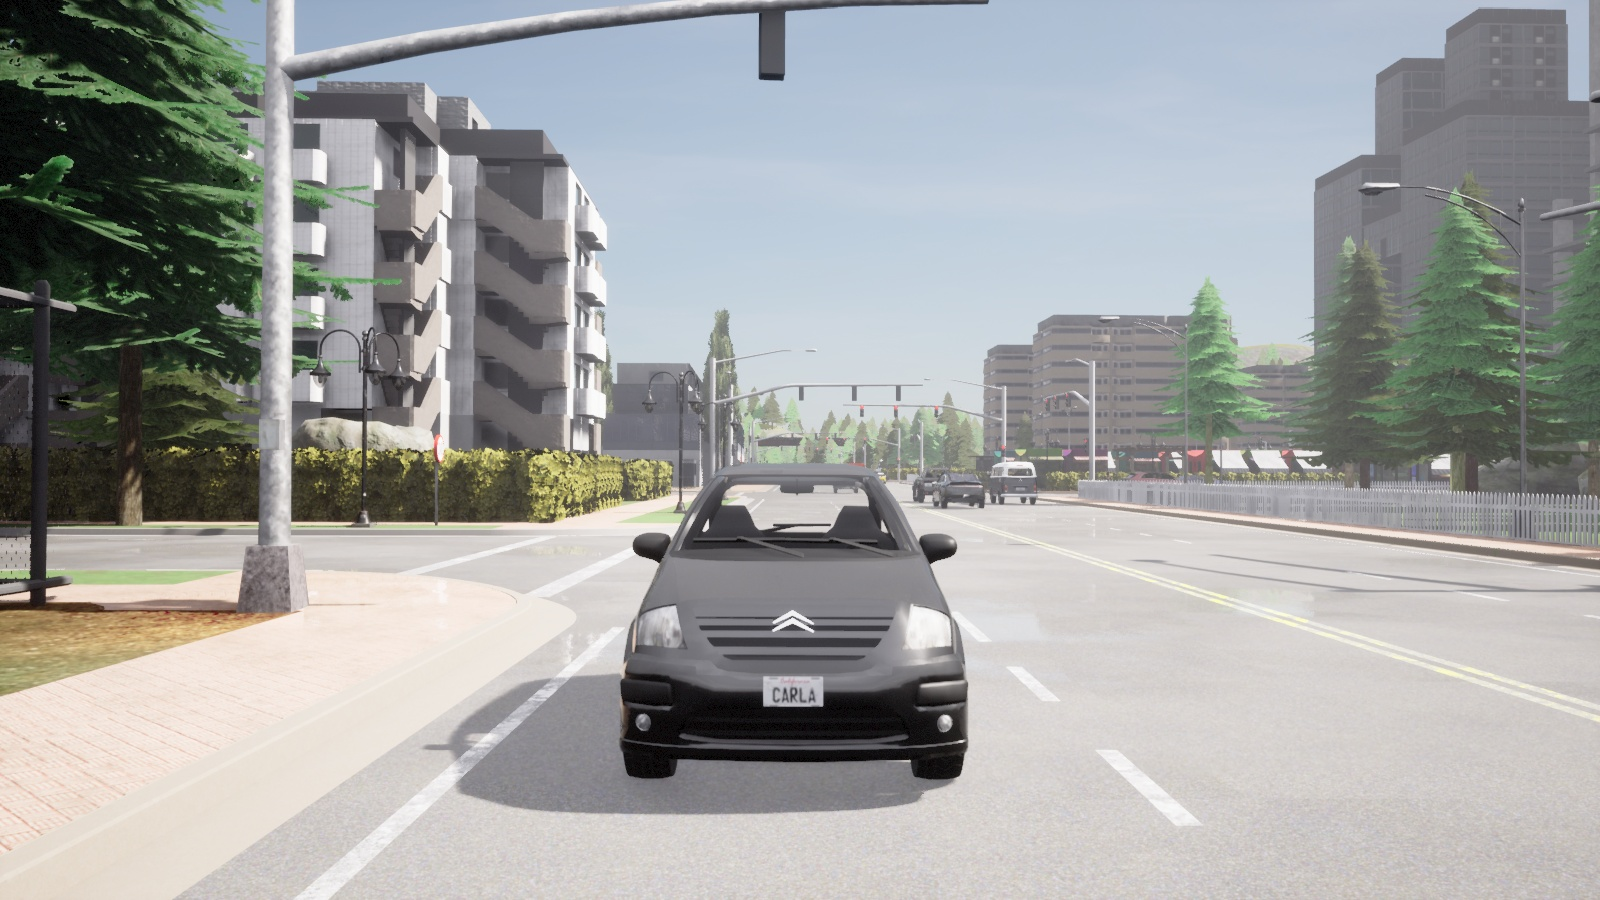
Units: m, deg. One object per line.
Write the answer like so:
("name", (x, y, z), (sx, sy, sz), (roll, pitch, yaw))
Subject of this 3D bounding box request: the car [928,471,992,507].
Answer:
("car", (6.852, 1.653, 54.297), (2.128, 1.511, 4.902), (0, -1, 0))

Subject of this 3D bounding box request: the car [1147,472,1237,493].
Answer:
("car", (26.166, 2.162, 83.874), (5.357, 1.411, 2.033), (0, -1, -1))

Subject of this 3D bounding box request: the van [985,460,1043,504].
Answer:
("van", (10.331, 1.517, 60.932), (2.069, 2.038, 4.480), (0, -1, 0))

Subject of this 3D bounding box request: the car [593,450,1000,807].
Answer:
("car", (-0.023, 0.841, 7.725), (1.851, 1.617, 3.988), (0, -1, 0))

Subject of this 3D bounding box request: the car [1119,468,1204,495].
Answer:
("car", (23.072, 1.997, 80.275), (4.856, 1.649, 2.033), (0, -1, -1))

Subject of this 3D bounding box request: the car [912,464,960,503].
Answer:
("car", (6.823, 1.668, 63.518), (1.932, 1.855, 4.605), (0, -1, 0))
